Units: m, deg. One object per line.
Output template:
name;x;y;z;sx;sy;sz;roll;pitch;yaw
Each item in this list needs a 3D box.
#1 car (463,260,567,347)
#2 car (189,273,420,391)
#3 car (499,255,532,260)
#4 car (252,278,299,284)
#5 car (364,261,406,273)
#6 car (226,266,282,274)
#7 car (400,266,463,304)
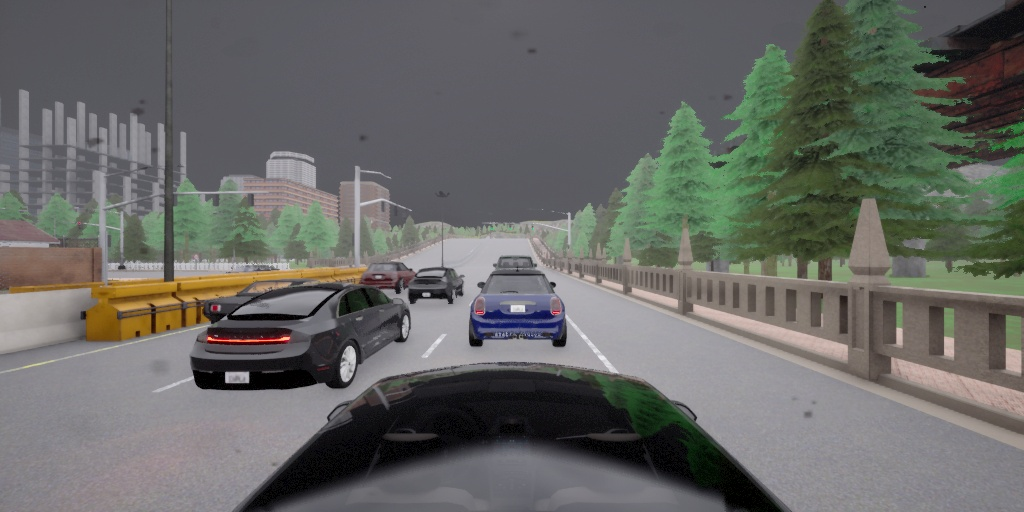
car;0.129;1.102;9.492;2.097;1.767;4.553;0;0;0
car;-3.381;1.255;6.854;1.837;1.490;4.892;0;0;0
car;0.169;0.971;18.999;2.150;2.045;5.566;0;0;0
car;-6.860;1.351;11.330;1.895;1.301;4.718;0;0;0
car;-6.880;1.101;20.543;2.097;1.767;4.553;0;0;-1
car;-17.409;1.363;24.152;2.033;1.411;5.357;0;0;0
car;-3.341;1.256;16.447;1.837;1.490;4.892;0;0;0
